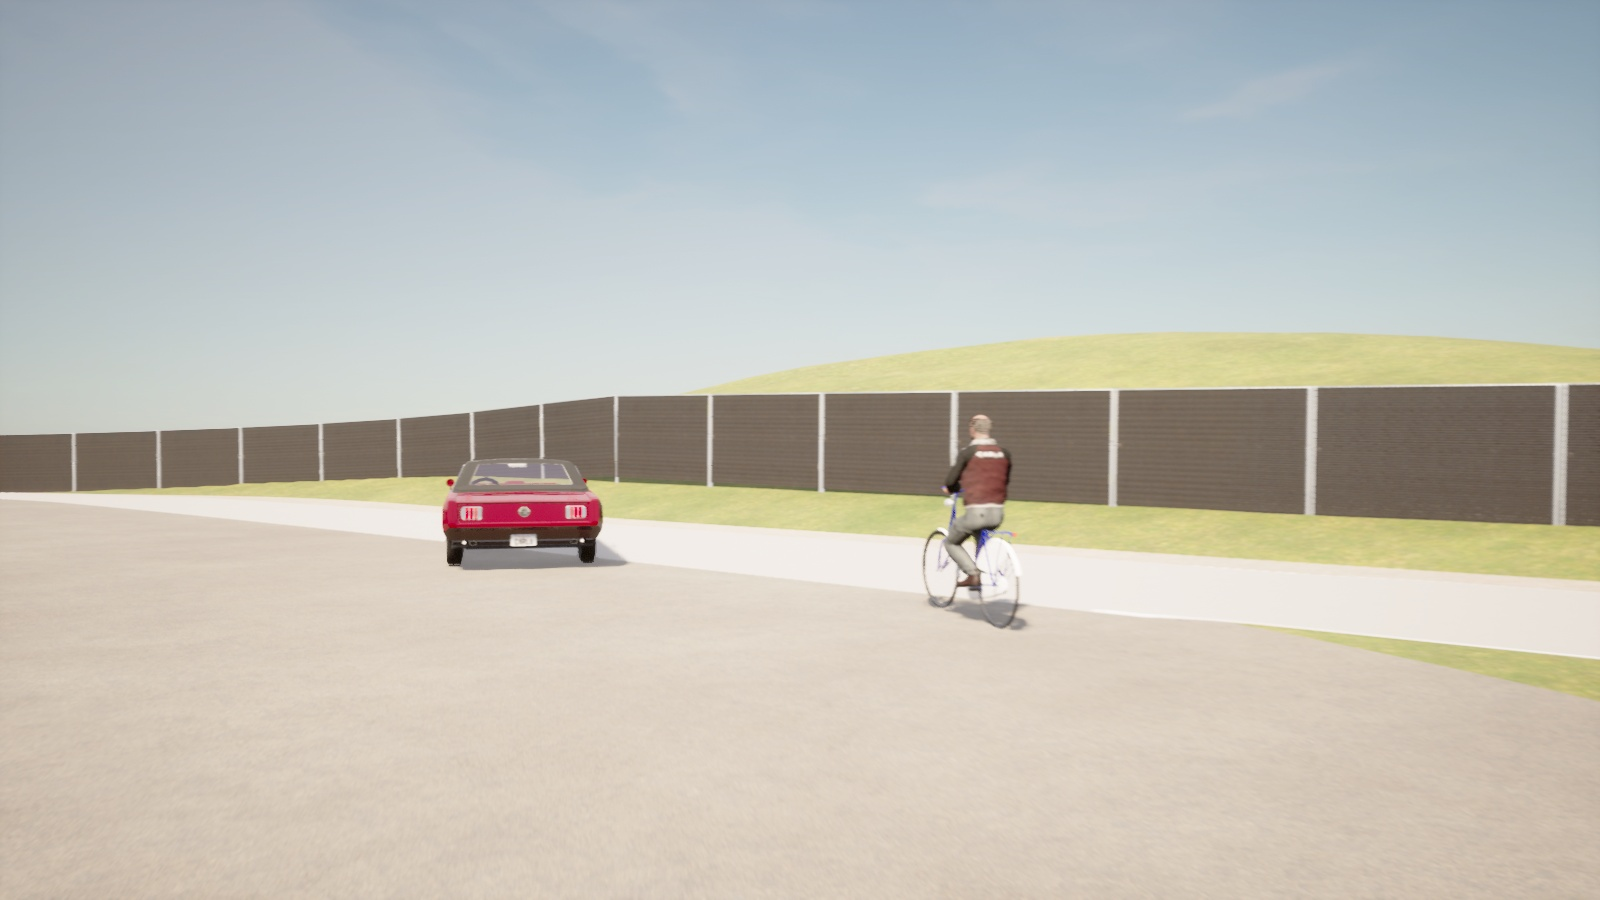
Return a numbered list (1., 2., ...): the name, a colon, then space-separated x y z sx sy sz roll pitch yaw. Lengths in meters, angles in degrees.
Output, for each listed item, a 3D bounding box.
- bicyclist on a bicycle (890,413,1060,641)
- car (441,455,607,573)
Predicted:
1. bicyclist on a bicycle: 1.448 0.580 10.768 0.659 1.776 1.843 1 2 -18
2. car: -3.789 0.752 16.959 1.895 1.301 4.718 0 0 -14
